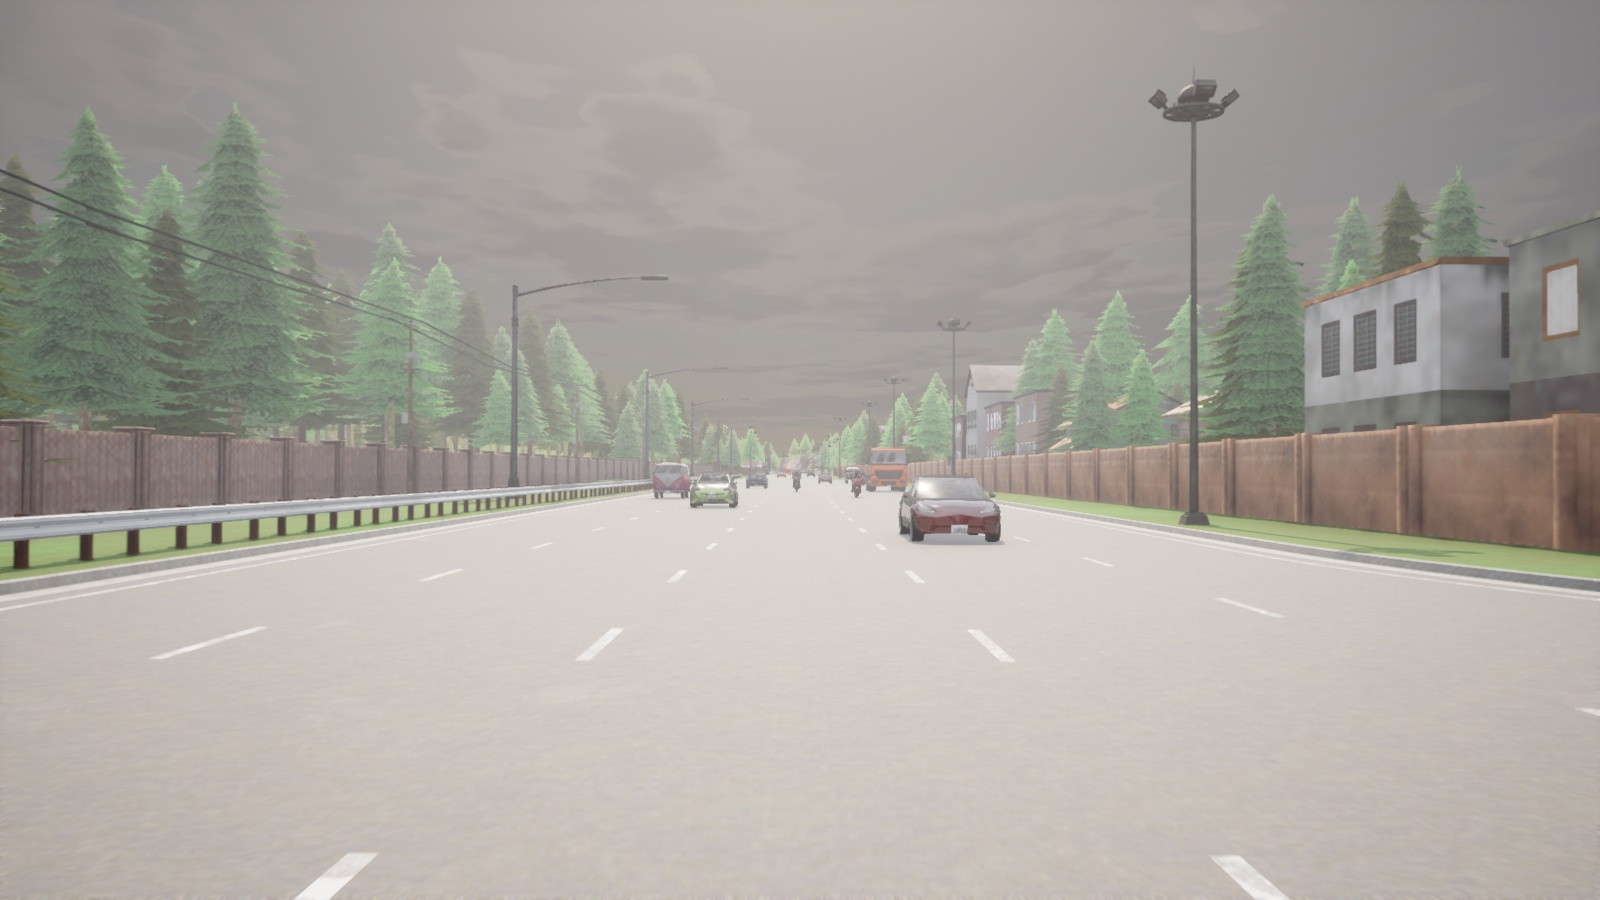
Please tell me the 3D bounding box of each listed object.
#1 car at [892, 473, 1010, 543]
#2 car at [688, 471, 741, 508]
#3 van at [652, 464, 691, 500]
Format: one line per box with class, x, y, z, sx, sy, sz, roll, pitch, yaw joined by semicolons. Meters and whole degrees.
car;3.428;1.293;29.388;2.163;1.488;4.792;0;-1;0
car;-3.632;1.682;54.078;2.007;1.525;4.514;0;-1;0
van;-7.172;1.777;70.485;1.775;1.987;4.442;0;-1;0
